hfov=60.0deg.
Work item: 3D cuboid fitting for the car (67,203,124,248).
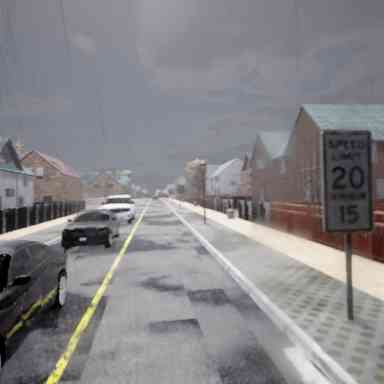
[{"bbox_3d":[-4.412,1.524,15.098,1.882,1.535,5.008,-1,0,-6],"label":"car"}]

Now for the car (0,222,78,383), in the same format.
[{"bbox_3d":[-3.278,1.530,4.995,1.882,1.535,5.008,-1,0,-8],"label":"car"}]

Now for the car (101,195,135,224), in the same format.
[{"bbox_3d":[-5.577,1.272,25.552,2.150,2.045,5.566,-1,0,-6],"label":"car"}]
